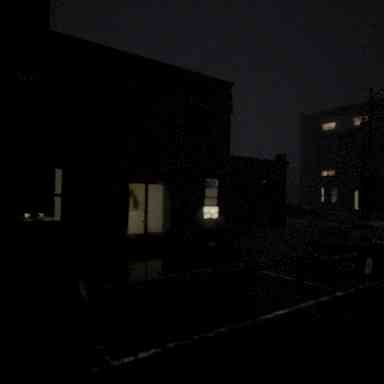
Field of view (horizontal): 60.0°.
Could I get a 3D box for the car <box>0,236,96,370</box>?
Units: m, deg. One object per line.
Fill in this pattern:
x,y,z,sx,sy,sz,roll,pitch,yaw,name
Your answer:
-3.427,1.438,4.095,4.097,1.590,1.967,0,1,-35,car

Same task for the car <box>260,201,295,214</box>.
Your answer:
11.169,1.954,43.553,1.967,1.590,4.097,1,-1,-35,car

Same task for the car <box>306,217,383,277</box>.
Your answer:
5.374,1.610,10.376,4.403,1.369,2.008,0,1,-35,car

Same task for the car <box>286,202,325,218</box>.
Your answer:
9.881,1.760,30.325,1.887,1.381,4.507,1,-1,-35,car
